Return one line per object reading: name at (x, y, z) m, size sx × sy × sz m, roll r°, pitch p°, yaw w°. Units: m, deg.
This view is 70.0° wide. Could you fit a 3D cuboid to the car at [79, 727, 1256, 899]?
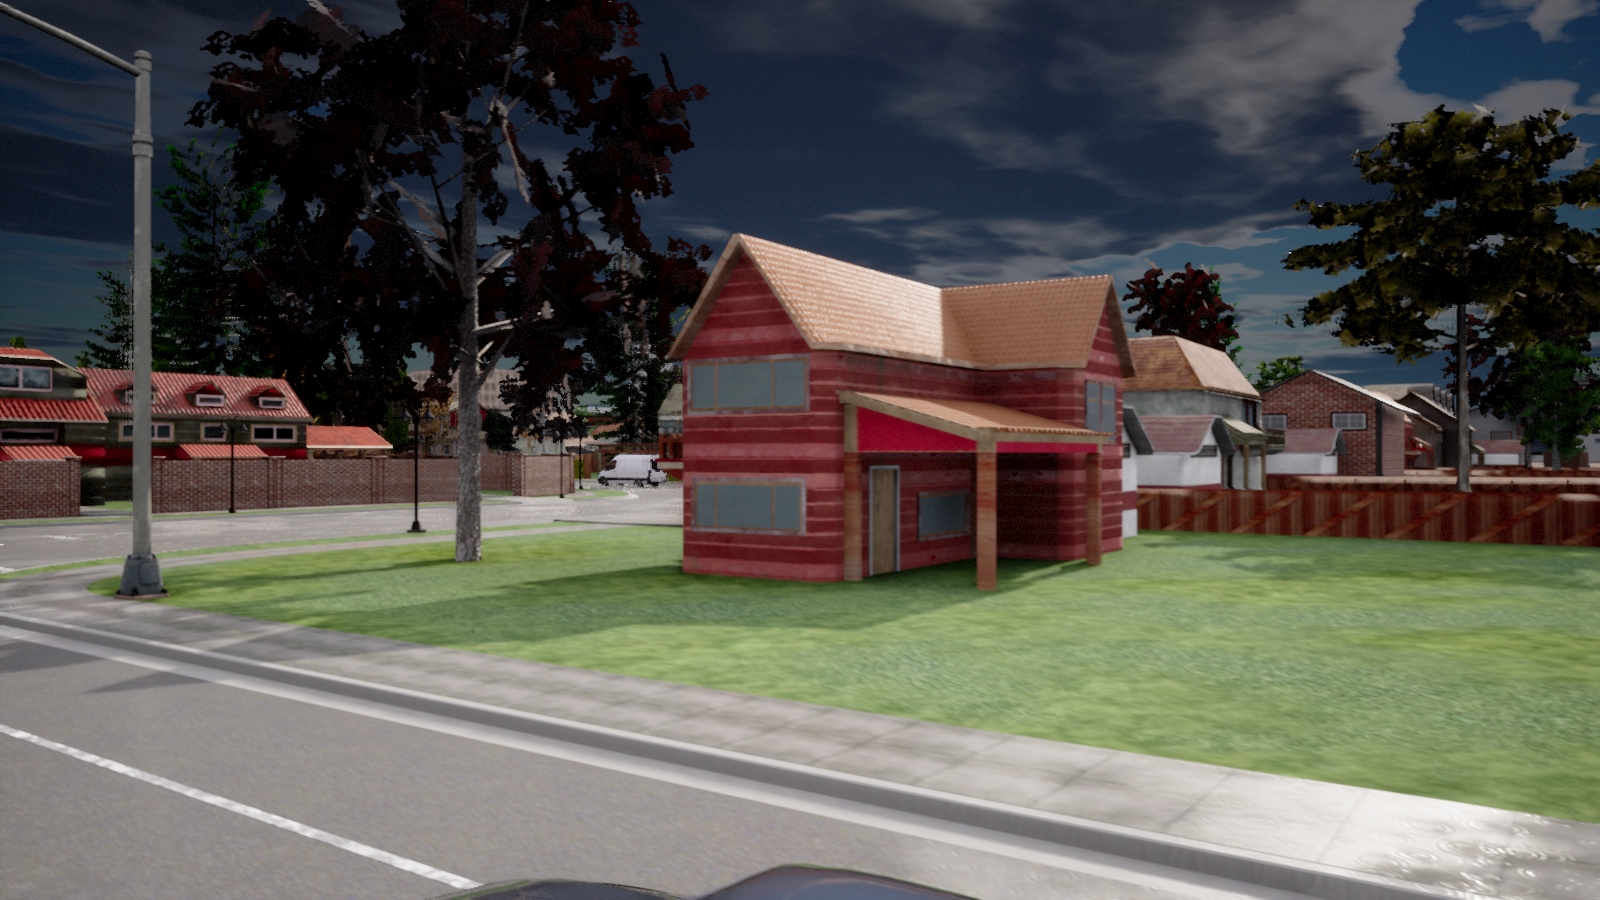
car at (0.039, 2.118, 3.396) m, size 5.357 × 1.411 × 2.033 m, roll 0°, pitch 0°, yaw 38°
